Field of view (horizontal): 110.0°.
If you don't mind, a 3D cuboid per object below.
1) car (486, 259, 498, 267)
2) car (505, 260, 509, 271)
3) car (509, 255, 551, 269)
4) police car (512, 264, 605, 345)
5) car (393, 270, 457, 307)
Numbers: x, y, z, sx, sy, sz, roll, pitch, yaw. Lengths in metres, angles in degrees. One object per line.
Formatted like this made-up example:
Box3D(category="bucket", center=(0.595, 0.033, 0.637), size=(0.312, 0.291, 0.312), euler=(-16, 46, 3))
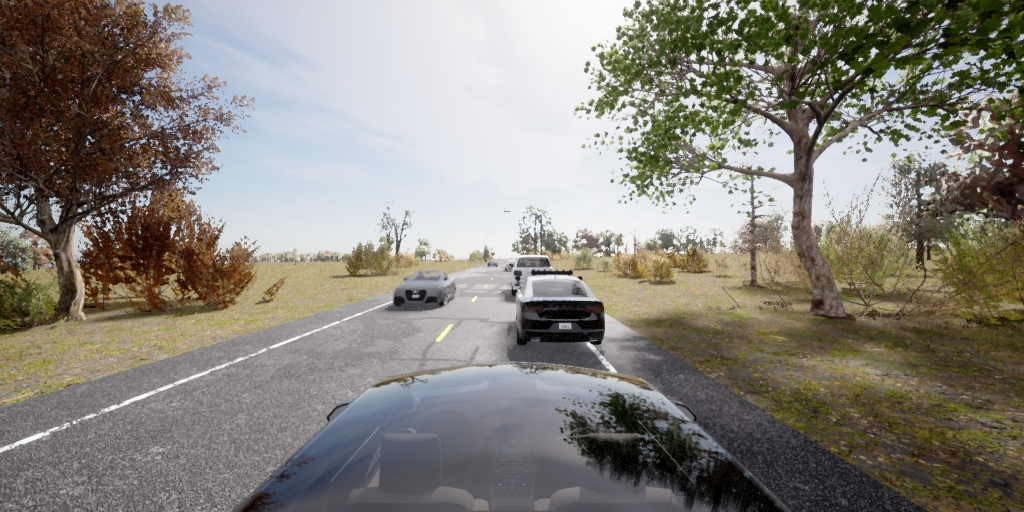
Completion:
Box3D(category="car", center=(-3.498, 1.252, 64.410), size=(2.128, 1.511, 4.902), euler=(0, 0, 0))
Box3D(category="car", center=(0.040, 1.283, 48.268), size=(1.812, 1.442, 4.674), euler=(0, 0, 1))
Box3D(category="car", center=(1.051, 0.978, 19.569), size=(2.150, 2.045, 5.566), euler=(0, 0, 0))
Box3D(category="police car", center=(1.051, 1.177, 9.648), size=(1.930, 1.638, 5.238), euler=(0, 0, 0))
Box3D(category="car", center=(-3.599, 1.317, 15.395), size=(1.994, 1.385, 4.181), euler=(0, 0, 0))
